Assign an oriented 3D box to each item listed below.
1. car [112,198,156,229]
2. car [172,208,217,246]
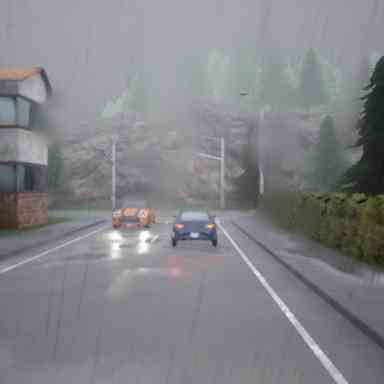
[{"bbox_3d":[-3.491,1.235,20.718,2.097,1.767,4.553,0,0,0],"label":"car"},{"bbox_3d":[0.110,1.444,14.715,1.812,1.442,4.674,0,0,0],"label":"car"}]
